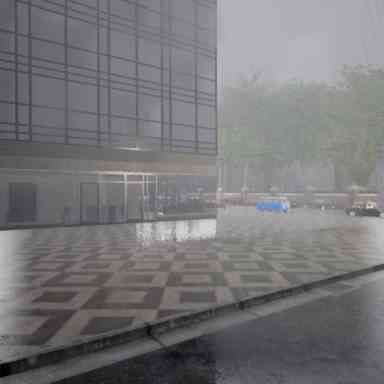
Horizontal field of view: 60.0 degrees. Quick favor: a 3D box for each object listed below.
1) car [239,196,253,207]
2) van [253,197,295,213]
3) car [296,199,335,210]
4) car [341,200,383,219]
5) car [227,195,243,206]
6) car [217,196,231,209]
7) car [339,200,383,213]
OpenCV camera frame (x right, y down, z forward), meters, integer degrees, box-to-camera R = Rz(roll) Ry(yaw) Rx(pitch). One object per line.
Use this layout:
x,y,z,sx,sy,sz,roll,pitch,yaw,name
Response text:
9.935,1.672,52.141,1.802,1.307,4.206,-1,0,-35,car
9.346,1.455,38.186,1.690,1.788,3.998,-1,0,-35,van
16.308,1.601,43.113,2.008,1.369,4.403,-1,0,-35,car
15.721,1.606,29.159,2.008,1.369,4.403,-1,0,-35,car
6.746,1.418,56.654,2.192,1.841,5.009,-1,0,-35,car
2.975,1.698,47.216,1.887,1.381,4.507,-1,0,-35,car
19.494,1.606,38.598,1.802,1.307,4.206,-1,0,-35,car
